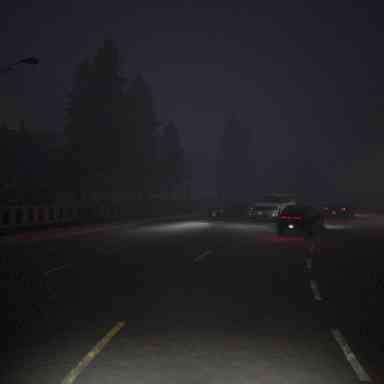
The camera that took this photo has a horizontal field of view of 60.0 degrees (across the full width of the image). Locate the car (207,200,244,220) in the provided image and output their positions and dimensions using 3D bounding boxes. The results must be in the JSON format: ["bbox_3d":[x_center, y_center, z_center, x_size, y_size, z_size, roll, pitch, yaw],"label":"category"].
[{"bbox_3d":[3.041,1.440,27.237,2.128,1.511,4.902,0,0,34],"label":"car"}]

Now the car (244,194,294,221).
[{"bbox_3d":[6.424,1.171,26.003,2.150,2.045,5.566,0,0,35],"label":"car"}]

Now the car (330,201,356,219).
[{"bbox_3d":[12.604,1.470,28.430,1.812,1.442,4.674,0,0,34],"label":"car"}]

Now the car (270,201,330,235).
[{"bbox_3d":[6.222,1.469,18.734,1.837,1.490,4.892,0,0,31],"label":"car"}]
